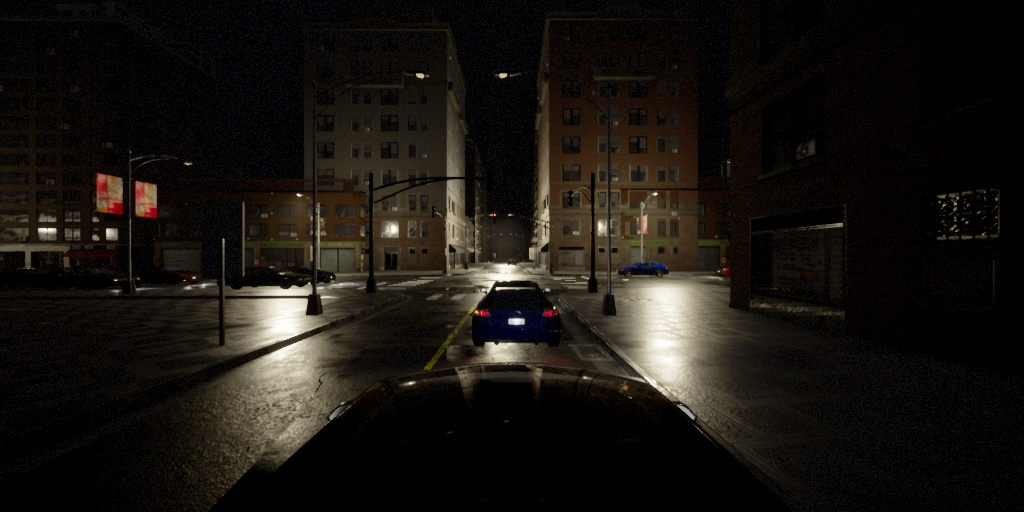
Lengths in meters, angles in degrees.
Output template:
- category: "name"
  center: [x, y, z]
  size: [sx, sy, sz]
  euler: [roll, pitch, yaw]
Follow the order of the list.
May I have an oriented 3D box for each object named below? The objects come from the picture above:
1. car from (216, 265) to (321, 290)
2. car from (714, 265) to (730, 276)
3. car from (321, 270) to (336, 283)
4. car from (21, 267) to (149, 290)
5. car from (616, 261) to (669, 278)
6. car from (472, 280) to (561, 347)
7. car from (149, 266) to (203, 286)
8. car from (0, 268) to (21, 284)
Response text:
- category: "car"
  center: [-15.457, 1.346, 22.638]
  size: [5.357, 1.411, 2.033]
  euler: [0, 0, 0]
- category: "car"
  center: [20.900, 1.220, 32.758]
  size: [4.181, 1.385, 1.994]
  euler: [0, 0, 0]
- category: "car"
  center: [-15.043, 1.360, 25.889]
  size: [4.181, 1.385, 1.994]
  euler: [0, 0, 0]
- category: "car"
  center: [-26.750, 1.389, 22.588]
  size: [5.357, 1.411, 2.033]
  euler: [0, 0, 0]
- category: "car"
  center: [11.860, 1.213, 32.719]
  size: [4.674, 1.442, 1.812]
  euler: [0, 0, 0]
- category: "car"
  center: [0.096, 1.313, 9.355]
  size: [1.994, 1.385, 4.181]
  euler: [0, 0, 0]
- category: "car"
  center: [-24.930, 1.399, 25.839]
  size: [4.181, 1.385, 1.994]
  euler: [0, 0, -1]
- category: "car"
  center: [-34.811, 1.468, 25.802]
  size: [4.718, 1.301, 1.895]
  euler: [0, 0, 0]
